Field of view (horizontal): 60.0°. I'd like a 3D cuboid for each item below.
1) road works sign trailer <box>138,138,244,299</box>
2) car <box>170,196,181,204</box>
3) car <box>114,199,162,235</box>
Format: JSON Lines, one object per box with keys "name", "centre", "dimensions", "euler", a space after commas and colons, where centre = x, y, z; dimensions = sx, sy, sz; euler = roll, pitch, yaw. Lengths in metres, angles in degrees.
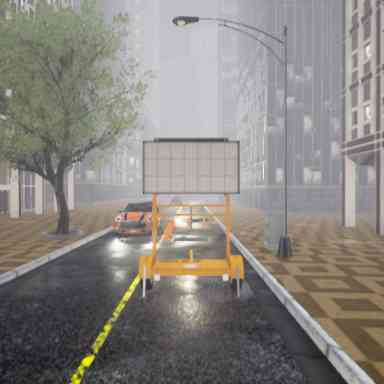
{"name": "road works sign trailer", "centre": [-0.019, 0.453, 8.412], "dimensions": [2.380, 3.560, 2.880], "euler": [0, 0, 0]}
{"name": "car", "centre": [-2.949, 1.468, 61.507], "dimensions": [1.882, 1.535, 5.008], "euler": [0, 0, 0]}
{"name": "car", "centre": [-2.893, 1.331, 18.463], "dimensions": [2.097, 1.767, 4.553], "euler": [0, 0, 0]}
